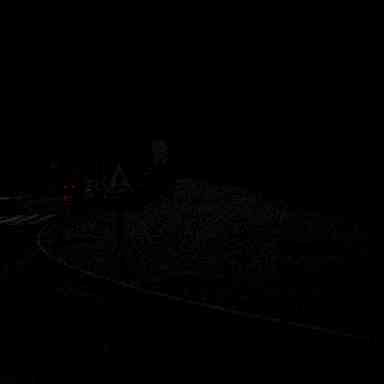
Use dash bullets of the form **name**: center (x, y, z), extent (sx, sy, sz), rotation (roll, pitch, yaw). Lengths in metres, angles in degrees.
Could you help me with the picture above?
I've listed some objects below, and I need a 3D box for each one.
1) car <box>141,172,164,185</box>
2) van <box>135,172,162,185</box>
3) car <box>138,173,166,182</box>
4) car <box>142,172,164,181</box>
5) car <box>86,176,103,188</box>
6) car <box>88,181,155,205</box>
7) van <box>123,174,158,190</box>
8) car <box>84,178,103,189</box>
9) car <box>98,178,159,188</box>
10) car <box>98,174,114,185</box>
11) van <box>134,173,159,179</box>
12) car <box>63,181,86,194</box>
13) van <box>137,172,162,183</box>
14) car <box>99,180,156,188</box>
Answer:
- **car**: center (-6.798, -1.026, 40.693), extent (5.566, 2.045, 2.435), rotation (-3, 5, -23)
- **van**: center (-7.732, -2.437, 58.949), extent (4.442, 1.987, 1.878), rotation (-3, 5, -23)
- **car**: center (-8.191, -2.933, 68.089), extent (5.366, 1.575, 1.946), rotation (-3, 5, -23)
- **car**: center (-8.695, -3.521, 74.081), extent (4.553, 1.767, 2.185), rotation (-3, 5, -23)
- **car**: center (-11.811, -0.779, 43.032), extent (1.882, 1.535, 5.008), rotation (-2, 5, -3)
- **car**: center (-6.070, 0.176, 28.607), extent (4.892, 1.521, 2.231), rotation (-3, 5, -23)
- **van**: center (-7.234, -1.472, 46.724), extent (4.442, 1.987, 1.878), rotation (-3, 5, -23)
- **car**: center (-15.784, -1.401, 53.690), extent (1.994, 1.385, 4.181), rotation (-2, 5, -3)
- **car**: center (-6.585, -0.294, 34.592), extent (5.366, 1.575, 1.946), rotation (-3, 5, -23)
- **car**: center (-16.353, -2.366, 63.278), extent (2.097, 1.767, 4.553), rotation (-2, 5, -3)
- **van**: center (-6.491, -0.771, 37.728), extent (4.442, 1.987, 1.878), rotation (-3, 5, -23)
- **car**: center (-15.041, -0.601, 42.542), extent (2.128, 1.511, 4.902), rotation (-2, 5, -3)
- **van**: center (-8.296, -2.900, 64.911), extent (4.442, 1.987, 1.878), rotation (-3, 5, -23)
- **car**: center (-6.235, -0.023, 31.638), extent (4.674, 1.452, 2.002), rotation (-3, 5, -23)
